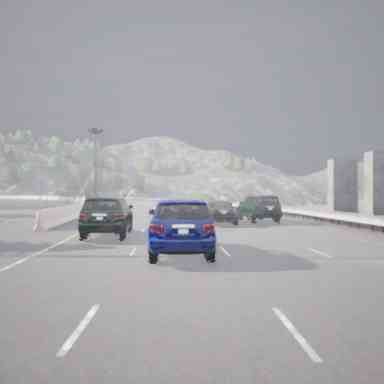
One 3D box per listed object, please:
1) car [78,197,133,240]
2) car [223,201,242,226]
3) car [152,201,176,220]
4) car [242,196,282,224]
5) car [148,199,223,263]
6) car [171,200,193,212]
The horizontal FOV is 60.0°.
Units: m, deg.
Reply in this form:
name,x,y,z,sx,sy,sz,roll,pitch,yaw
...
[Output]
name,x,y,z,sx,sy,sz,roll,pitch,yaw
car,-4.383,1.273,17.444,2.150,2.045,5.566,0,0,-6
car,1.834,1.418,24.186,2.097,1.767,4.553,0,0,-7
car,-2.673,1.613,30.566,1.812,1.442,4.674,0,0,-10
car,5.143,1.291,26.066,2.150,2.045,5.566,0,0,-8
car,-0.436,1.256,12.367,2.150,2.045,5.566,0,0,-4
car,-1.266,1.680,41.473,1.994,1.385,4.181,0,0,-13
